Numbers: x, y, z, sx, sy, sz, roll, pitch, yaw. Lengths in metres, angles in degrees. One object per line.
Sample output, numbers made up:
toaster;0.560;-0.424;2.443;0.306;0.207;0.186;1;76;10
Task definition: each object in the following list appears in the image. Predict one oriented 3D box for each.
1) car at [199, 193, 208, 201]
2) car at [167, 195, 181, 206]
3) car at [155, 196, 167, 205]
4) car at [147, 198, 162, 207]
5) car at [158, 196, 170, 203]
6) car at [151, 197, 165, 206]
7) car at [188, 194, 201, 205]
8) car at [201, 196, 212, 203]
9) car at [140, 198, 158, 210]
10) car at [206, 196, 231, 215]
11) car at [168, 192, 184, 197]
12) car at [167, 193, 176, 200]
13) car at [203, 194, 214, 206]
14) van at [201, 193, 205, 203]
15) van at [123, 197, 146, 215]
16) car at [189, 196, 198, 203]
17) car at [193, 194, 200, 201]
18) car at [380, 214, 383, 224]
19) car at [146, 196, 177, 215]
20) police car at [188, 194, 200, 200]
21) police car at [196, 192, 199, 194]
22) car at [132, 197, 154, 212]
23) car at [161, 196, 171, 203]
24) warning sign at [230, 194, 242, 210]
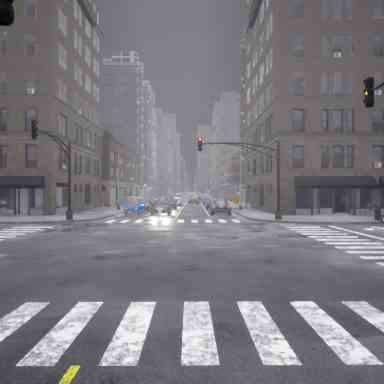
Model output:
car;2.952;1.309;84.354;2.192;1.841;5.009;0;0;0
car;-2.952;1.494;43.743;2.128;1.511;4.902;0;0;0
car;-5.651;1.527;61.529;1.752;1.417;4.829;0;0;0
car;-5.689;1.585;50.363;1.802;1.307;4.206;0;0;0
car;-5.631;1.566;67.367;1.947;1.339;4.313;0;0;0
car;-5.670;1.568;56.031;1.947;1.339;4.313;0;0;0
car;0.302;1.528;59.473;1.812;1.442;4.674;0;0;1
car;2.895;1.551;67.346;2.008;1.369;4.403;0;0;0
car;-5.708;1.569;44.694;1.947;1.339;4.313;0;0;0
car;2.778;1.442;33.331;1.967;1.590;4.097;0;0;0
car;-2.903;1.224;54.473;2.150;2.045;5.566;0;0;0
car;-5.554;1.306;90.041;2.192;1.841;5.009;0;0;0
car;2.817;1.443;44.669;1.967;1.590;4.097;0;0;0
van;2.855;1.344;56.007;1.690;1.788;3.998;0;0;0
van;-5.747;1.343;33.358;1.690;1.788;3.998;0;0;0
car;0.293;1.601;69.719;1.895;1.301;4.718;0;0;1
car;1.090;1.448;89.522;1.801;1.575;5.366;0;0;0
car;14.356;1.520;20.678;4.892;1.490;1.837;0;0;0
car;-2.992;1.493;33.498;2.128;1.511;4.902;0;0;0
police car;0.596;1.414;95.351;1.930;1.638;5.238;0;0;-16
police car;1.065;1.421;79.427;1.930;1.638;5.238;0;0;-1
car;-5.728;1.443;39.026;1.967;1.590;4.097;0;0;0
car;-5.612;1.543;73.035;1.887;1.381;4.507;0;0;0
warning sign;5.200;1.118;39.317;1.300;1.860;1.060;0;0;0
